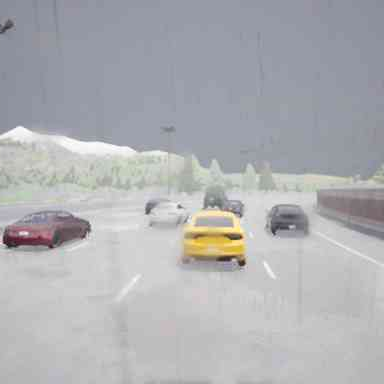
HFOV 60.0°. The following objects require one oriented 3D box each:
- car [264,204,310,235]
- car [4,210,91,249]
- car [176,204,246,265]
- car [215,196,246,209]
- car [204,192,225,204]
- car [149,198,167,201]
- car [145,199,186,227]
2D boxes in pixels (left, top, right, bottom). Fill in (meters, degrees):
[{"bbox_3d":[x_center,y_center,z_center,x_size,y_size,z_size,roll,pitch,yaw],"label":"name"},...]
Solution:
[{"bbox_3d":[5.160,1.410,18.309,1.837,1.490,4.892,0,0,8],"label":"car"},{"bbox_3d":[-5.937,1.471,14.165,1.994,1.385,4.181,0,0,6],"label":"car"},{"bbox_3d":[0.804,1.412,11.579,1.882,1.535,5.008,0,0,5],"label":"car"},{"bbox_3d":[3.666,1.387,29.227,2.033,1.411,5.357,0,0,13],"label":"car"},{"bbox_3d":[2.977,0.999,39.921,2.150,2.045,5.566,0,0,17],"label":"car"},{"bbox_3d":[-2.921,1.318,31.547,1.837,1.490,4.892,0,0,13],"label":"car"},{"bbox_3d":[-1.409,1.399,21.515,1.812,1.442,4.674,0,0,9],"label":"car"}]
